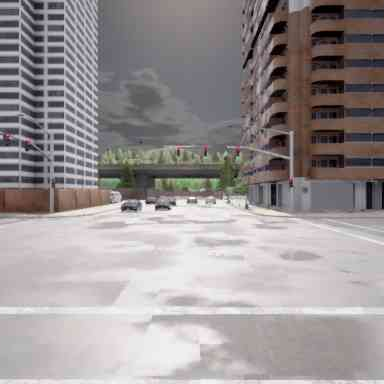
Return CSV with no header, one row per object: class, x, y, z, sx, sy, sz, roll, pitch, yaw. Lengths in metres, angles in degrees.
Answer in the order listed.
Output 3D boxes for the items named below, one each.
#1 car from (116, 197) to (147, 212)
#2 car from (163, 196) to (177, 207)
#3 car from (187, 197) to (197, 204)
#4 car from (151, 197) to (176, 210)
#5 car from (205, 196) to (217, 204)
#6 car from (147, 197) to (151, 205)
car,-7.085,1.547,39.458,2.033,1.411,5.357,0,0,0
car,-3.556,1.477,53.639,1.882,1.535,5.008,0,0,0
car,0.023,1.564,63.186,1.994,1.385,4.181,0,0,0
car,-3.583,1.547,42.327,2.033,1.411,5.357,0,0,0
car,3.523,1.525,63.187,1.812,1.442,4.674,0,0,0
car,-7.024,1.547,58.450,2.033,1.411,5.357,0,0,1
